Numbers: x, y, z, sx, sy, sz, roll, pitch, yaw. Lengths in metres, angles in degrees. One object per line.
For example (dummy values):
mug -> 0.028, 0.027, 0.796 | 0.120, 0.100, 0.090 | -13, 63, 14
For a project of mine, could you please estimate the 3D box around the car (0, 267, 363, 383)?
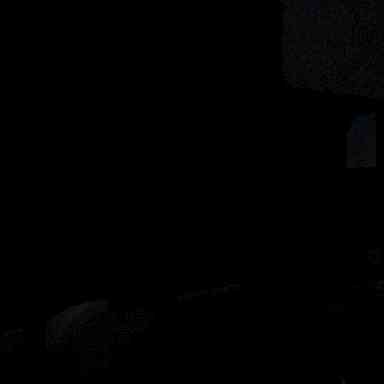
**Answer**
car -> -0.314, 1.534, 3.083 | 4.674, 1.442, 1.812 | 1, 0, -32
